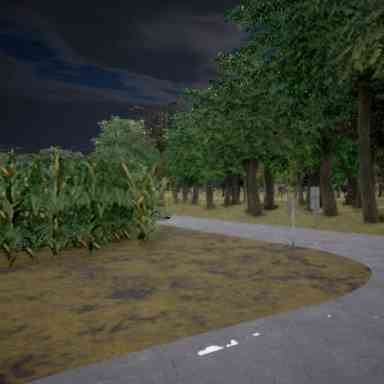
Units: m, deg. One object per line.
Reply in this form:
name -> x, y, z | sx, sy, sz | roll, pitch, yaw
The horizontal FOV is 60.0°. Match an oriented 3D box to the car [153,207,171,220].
car -> -4.124, 2.278, 36.008 | 2.033, 1.411, 5.357 | -1, 0, -29
